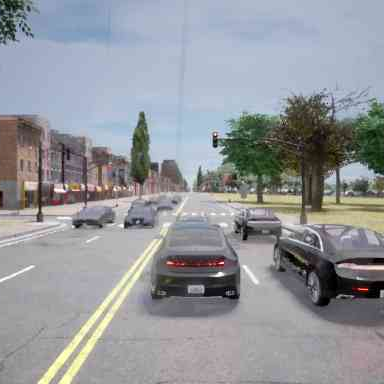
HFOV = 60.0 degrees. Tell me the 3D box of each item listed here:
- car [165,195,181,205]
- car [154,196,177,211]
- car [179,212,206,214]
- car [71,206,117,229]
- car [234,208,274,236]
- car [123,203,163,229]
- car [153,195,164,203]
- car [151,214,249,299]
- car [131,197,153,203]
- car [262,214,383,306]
[{"bbox_3d":[-3.357,1.602,58.244,1.895,1.301,4.718,0,1,0],"label":"car"},{"bbox_3d":[-3.366,1.660,43.183,2.033,1.411,5.357,0,0,0],"label":"car"},{"bbox_3d":[0.045,1.689,17.771,1.895,1.301,4.718,0,0,0],"label":"car"},{"bbox_3d":[-6.611,1.665,23.169,2.033,1.411,5.357,0,0,0],"label":"car"},{"bbox_3d":[3.290,1.577,17.236,2.128,1.511,4.902,0,0,0],"label":"car"},{"bbox_3d":[-3.361,1.680,22.688,1.994,1.385,4.181,0,0,0],"label":"car"},{"bbox_3d":[-6.607,1.546,58.535,2.033,1.411,5.357,0,1,0],"label":"car"},{"bbox_3d":[0.078,1.531,8.466,1.837,1.490,4.892,0,0,0],"label":"car"},{"bbox_3d":[-6.616,1.606,42.469,2.128,1.511,4.902,0,0,0],"label":"car"},{"bbox_3d":[3.327,1.515,8.026,2.128,1.511,4.902,0,0,0],"label":"car"}]
